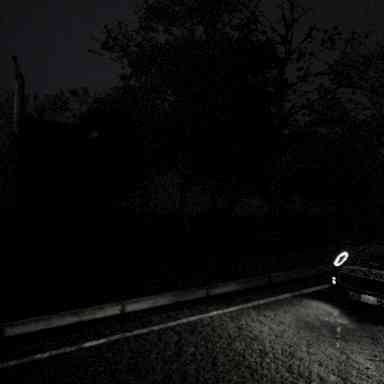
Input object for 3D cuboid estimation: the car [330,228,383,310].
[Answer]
[{"bbox_3d":[5.172,1.446,7.474,4.553,1.767,2.097,1,0,-34],"label":"car"}]
